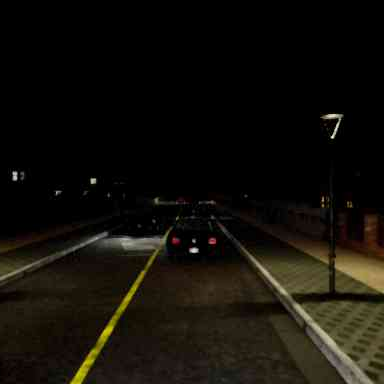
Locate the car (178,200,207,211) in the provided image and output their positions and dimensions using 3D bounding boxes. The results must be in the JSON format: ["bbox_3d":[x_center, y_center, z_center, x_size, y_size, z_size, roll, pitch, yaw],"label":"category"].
[{"bbox_3d":[0.075,1.630,26.370,1.837,1.490,4.892,0,0,0],"label":"car"}]

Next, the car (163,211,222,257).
[{"bbox_3d":[0.083,1.658,13.245,1.895,1.301,4.718,0,0,0],"label":"car"}]

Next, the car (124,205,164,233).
[{"bbox_3d":[-2.835,1.571,20.436,1.882,1.535,5.008,0,0,0],"label":"car"}]

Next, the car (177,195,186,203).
[{"bbox_3d":[-2.729,1.799,87.872,2.150,2.045,5.566,0,-1,0],"label":"car"}]
